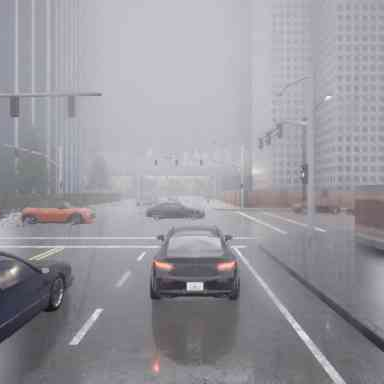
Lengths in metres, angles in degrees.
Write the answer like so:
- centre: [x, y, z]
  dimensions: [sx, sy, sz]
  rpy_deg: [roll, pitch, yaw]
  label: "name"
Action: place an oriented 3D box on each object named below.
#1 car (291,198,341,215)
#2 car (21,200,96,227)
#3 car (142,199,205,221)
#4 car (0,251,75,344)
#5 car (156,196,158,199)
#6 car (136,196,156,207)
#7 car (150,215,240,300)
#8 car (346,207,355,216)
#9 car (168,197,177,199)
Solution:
- centre: [12.371, 1.352, 33.470]
  dimensions: [4.553, 1.767, 2.097]
  rpy_deg: [0, 0, 0]
  label: "car"
- centre: [-8.918, 1.352, 22.521]
  dimensions: [4.553, 1.767, 2.097]
  rpy_deg: [0, 0, -1]
  label: "car"
- centre: [-1.301, 1.526, 26.150]
  dimensions: [4.674, 1.442, 1.812]
  rpy_deg: [0, 0, -1]
  label: "car"
- centre: [-3.447, 1.547, 4.665]
  dimensions: [2.033, 1.411, 5.357]
  rpy_deg: [0, 0, 0]
  label: "car"
- centre: [-7.145, 1.491, 60.276]
  dimensions: [2.128, 1.511, 4.902]
  rpy_deg: [0, 0, 0]
  label: "car"
- centre: [-7.158, 1.491, 50.214]
  dimensions: [2.128, 1.511, 4.902]
  rpy_deg: [0, 0, 0]
  label: "car"
- centre: [0.067, 1.526, 8.262]
  dimensions: [1.812, 1.442, 4.674]
  rpy_deg: [0, 0, 0]
  label: "car"
- centre: [16.846, 1.547, 29.953]
  dimensions: [5.357, 1.411, 2.033]
  rpy_deg: [0, 0, 0]
  label: "car"
- centre: [-3.469, 1.547, 59.746]
  dimensions: [2.033, 1.411, 5.357]
  rpy_deg: [0, 0, 0]
  label: "car"
